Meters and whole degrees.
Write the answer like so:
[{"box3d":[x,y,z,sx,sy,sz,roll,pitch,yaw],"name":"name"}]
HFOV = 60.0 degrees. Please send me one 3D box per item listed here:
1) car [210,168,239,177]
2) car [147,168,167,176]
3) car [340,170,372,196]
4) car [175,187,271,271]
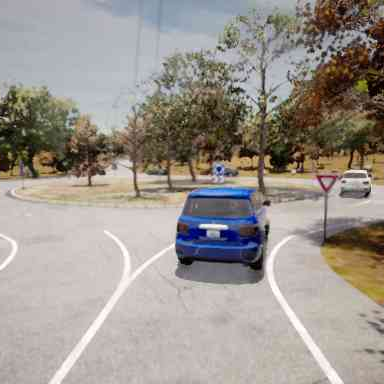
[{"box3d":[5.441,-3.271,56.334,4.892,1.490,1.837,1,6,23],"name":"car"},{"box3d":[-6.342,-3.701,61.405,4.181,1.385,1.994,4,7,37],"name":"car"},{"box3d":[13.971,-0.862,28.364,2.150,2.045,5.566,4,7,28],"name":"car"},{"box3d":[1.148,0.842,10.131,2.150,2.045,5.566,1,4,14],"name":"car"}]
